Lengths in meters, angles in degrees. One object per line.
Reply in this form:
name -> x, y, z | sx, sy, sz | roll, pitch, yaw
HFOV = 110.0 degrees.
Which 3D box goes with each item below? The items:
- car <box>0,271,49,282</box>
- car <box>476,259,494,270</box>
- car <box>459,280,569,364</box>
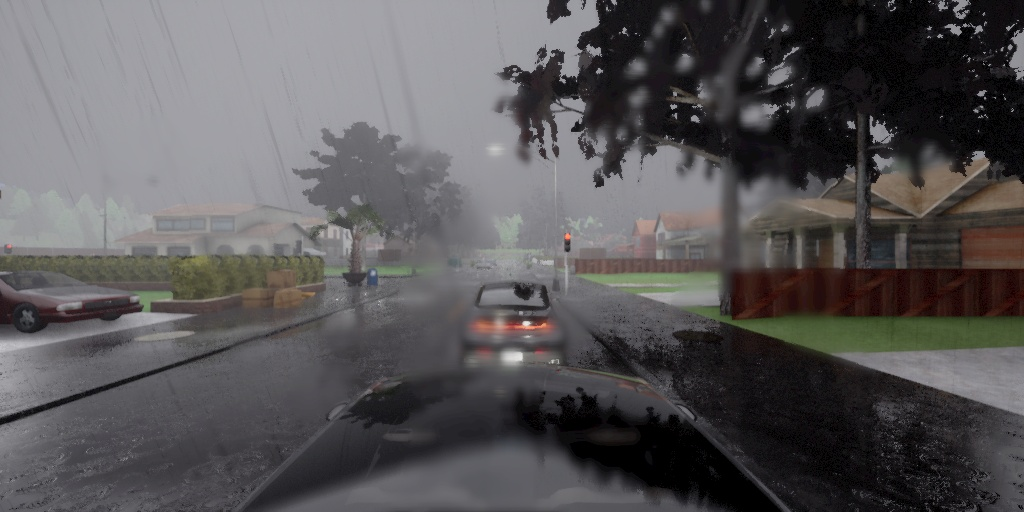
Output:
car -> -43.872, 1.225, 30.850 | 4.902, 1.511, 2.128 | 0, 0, 0
car -> -4.084, 1.322, 51.755 | 1.895, 1.301, 4.718 | 0, 0, 0
car -> 0.043, 1.251, 7.686 | 1.837, 1.490, 4.892 | 0, 0, 0
